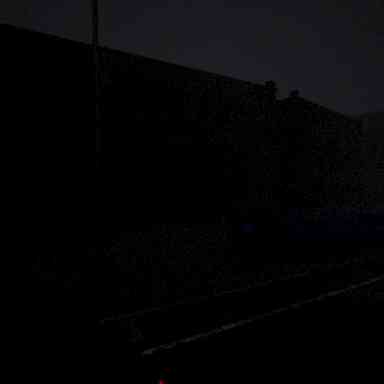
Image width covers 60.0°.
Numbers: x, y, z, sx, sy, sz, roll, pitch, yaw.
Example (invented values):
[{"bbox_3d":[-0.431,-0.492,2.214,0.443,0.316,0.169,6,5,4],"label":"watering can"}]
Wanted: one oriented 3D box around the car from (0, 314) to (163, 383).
[{"bbox_3d":[-2.156,1.565,1.824,4.181,1.385,1.994,0,0,-35],"label":"car"}]
